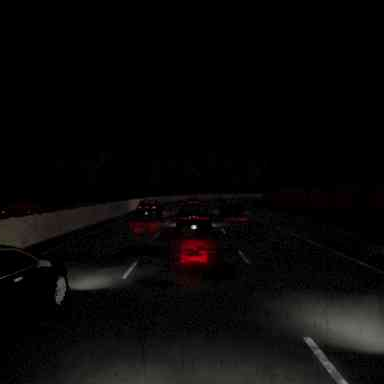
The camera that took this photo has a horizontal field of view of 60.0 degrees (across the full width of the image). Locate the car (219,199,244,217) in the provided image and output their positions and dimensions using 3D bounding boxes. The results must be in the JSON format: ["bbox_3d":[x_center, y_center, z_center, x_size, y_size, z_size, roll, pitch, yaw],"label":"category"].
[{"bbox_3d":[3.496,1.347,30.138,1.882,1.535,5.008,0,0,0],"label":"car"}]

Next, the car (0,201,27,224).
[{"bbox_3d":[-14.004,1.445,23.530,2.033,1.411,5.357,0,0,0],"label":"car"}]

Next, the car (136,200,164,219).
[{"bbox_3d":[-3.405,1.373,27.345,2.128,1.511,4.902,0,0,0],"label":"car"}]

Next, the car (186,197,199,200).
[{"bbox_3d":[0.073,1.329,40.885,1.837,1.490,4.892,0,1,0],"label":"car"}]

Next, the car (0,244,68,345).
[{"bbox_3d":[-3.401,1.485,4.811,1.837,1.490,4.892,0,1,0],"label":"car"}]

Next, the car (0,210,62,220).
[{"bbox_3d":[-10.504,1.178,22.387,2.150,2.045,5.566,0,0,0],"label":"car"}]

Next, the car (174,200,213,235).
[{"bbox_3d":[0.097,1.425,18.346,1.837,1.490,4.892,0,0,0],"label":"car"}]
